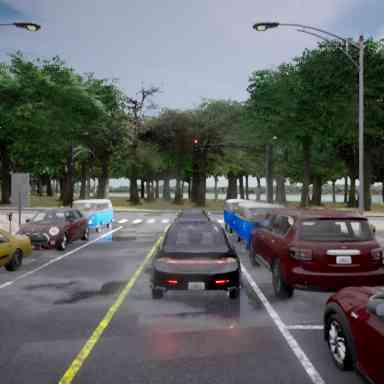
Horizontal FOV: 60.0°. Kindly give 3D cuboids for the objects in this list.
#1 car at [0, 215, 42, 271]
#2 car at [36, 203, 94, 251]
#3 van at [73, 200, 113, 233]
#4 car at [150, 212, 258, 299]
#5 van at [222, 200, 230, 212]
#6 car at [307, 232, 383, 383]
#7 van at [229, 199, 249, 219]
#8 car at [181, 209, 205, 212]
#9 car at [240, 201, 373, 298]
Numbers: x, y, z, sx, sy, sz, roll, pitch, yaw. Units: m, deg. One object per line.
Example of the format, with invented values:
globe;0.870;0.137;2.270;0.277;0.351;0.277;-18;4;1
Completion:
car;-5.768;1.524;8.252;1.752;1.417;4.829;0;0;0
car;-5.771;1.438;13.859;1.967;1.590;4.097;0;0;0
van;-5.774;1.338;19.297;1.690;1.788;3.998;0;0;0
car;0.085;1.490;8.457;2.128;1.511;4.902;0;0;0
van;2.752;1.338;19.301;1.690;1.788;3.998;0;0;0
car;2.759;1.439;2.988;1.967;1.590;4.097;0;0;0
van;2.754;1.339;13.864;1.690;1.788;3.998;0;0;0
car;0.049;1.561;17.375;1.994;1.385;4.181;0;0;1
car;2.757;1.313;8.426;2.192;1.841;5.009;0;0;0
